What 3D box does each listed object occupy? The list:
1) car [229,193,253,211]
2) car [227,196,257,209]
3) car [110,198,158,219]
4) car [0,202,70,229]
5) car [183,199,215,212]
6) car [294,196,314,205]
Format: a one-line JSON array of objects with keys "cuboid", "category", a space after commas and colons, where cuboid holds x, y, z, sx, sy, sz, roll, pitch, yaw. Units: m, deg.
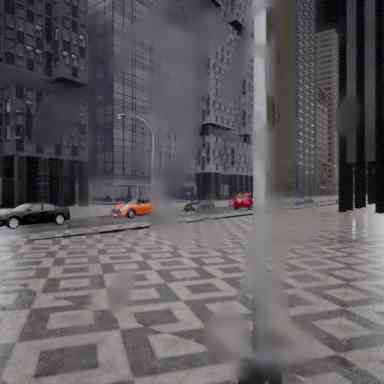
[{"cuboid": [7.073, 1.166, 40.514, 2.150, 2.045, 5.566, 0, 0, 36], "category": "car"}, {"cuboid": [6.888, 1.419, 45.596, 1.882, 1.535, 5.008, 0, 0, 38], "category": "car"}, {"cuboid": [-5.030, 1.320, 29.385, 2.097, 1.767, 4.553, 0, 0, 36], "category": "car"}, {"cuboid": [-10.520, 1.458, 21.882, 1.882, 1.535, 5.008, 0, 0, 36], "category": "car"}, {"cuboid": [0.869, 1.519, 37.446, 1.994, 1.385, 4.181, 0, 0, 36], "category": "car"}, {"cuboid": [19.444, 1.467, 57.456, 2.033, 1.411, 5.357, 0, 0, 38], "category": "car"}]
